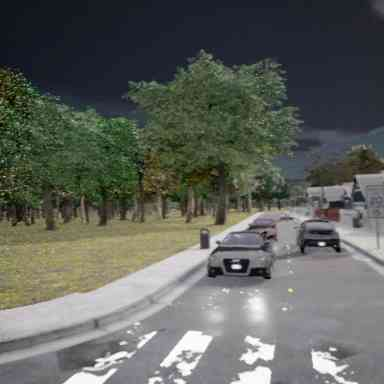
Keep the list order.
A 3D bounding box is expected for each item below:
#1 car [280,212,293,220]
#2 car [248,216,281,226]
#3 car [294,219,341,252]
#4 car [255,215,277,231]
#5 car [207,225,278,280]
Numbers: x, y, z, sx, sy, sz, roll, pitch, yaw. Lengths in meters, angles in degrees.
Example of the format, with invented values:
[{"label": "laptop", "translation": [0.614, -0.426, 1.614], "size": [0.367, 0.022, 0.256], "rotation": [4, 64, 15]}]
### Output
[{"label": "car", "translation": [15.208, 3.869, 53.636], "size": [1.895, 1.301, 4.718], "rotation": [-2, -3, 13]}, {"label": "car", "translation": [4.852, 2.579, 22.756], "size": [1.994, 1.385, 4.181], "rotation": [-2, -3, 14]}, {"label": "car", "translation": [6.501, 2.201, 17.420], "size": [1.837, 1.490, 4.892], "rotation": [-2, -3, 15]}, {"label": "car", "translation": [7.351, 3.054, 32.909], "size": [1.895, 1.301, 4.718], "rotation": [-2, -3, 13]}, {"label": "car", "translation": [1.862, 2.117, 11.797], "size": [1.994, 1.385, 4.181], "rotation": [-3, -3, 16]}]
